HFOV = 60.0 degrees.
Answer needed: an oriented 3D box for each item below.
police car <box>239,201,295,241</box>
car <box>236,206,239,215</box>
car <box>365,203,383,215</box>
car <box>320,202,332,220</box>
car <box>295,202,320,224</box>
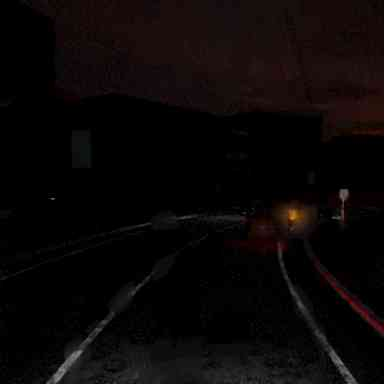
[{"bbox_3d":[4.026,1.428,17.158,1.930,1.638,5.238,2,0,20],"label":"police car"},{"bbox_3d":[5.797,1.486,30.329,1.895,1.301,4.718,3,2,35],"label":"car"},{"bbox_3d":[24.867,2.167,43.323,5.357,1.411,2.033,2,3,-30],"label":"car"},{"bbox_3d":[11.319,1.662,30.260,1.837,1.490,4.892,4,1,38],"label":"car"},{"bbox_3d":[8.186,1.533,25.746,1.801,1.575,5.366,3,1,31],"label":"car"}]
